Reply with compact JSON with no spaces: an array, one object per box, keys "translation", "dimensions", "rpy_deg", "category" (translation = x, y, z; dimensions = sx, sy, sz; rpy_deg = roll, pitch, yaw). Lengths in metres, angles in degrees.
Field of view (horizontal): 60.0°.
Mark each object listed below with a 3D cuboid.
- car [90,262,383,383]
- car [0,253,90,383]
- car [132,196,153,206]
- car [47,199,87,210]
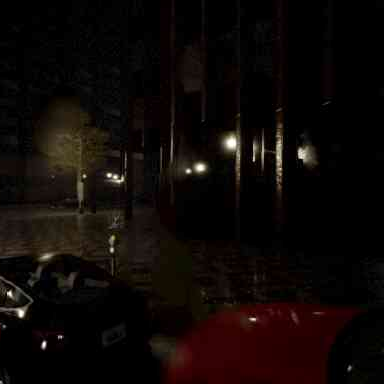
[{"translation":[2.069,1.315,1.489],"dimensions":[5.009,1.841,2.192],"rpy_deg":[0,0,35],"category":"car"},{"translation":[-2.521,1.566,4.760],"dimensions":[4.313,1.339,1.947],"rpy_deg":[0,0,35],"category":"car"},{"translation":[-8.257,1.433,53.433],"dimensions":[1.812,1.442,4.674],"rpy_deg":[0,1,36],"category":"car"},{"translation":[-15.913,1.534,42.670],"dimensions":[1.895,1.301,4.718],"rpy_deg":[0,0,35],"category":"car"}]
